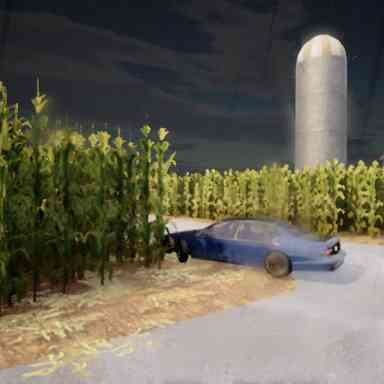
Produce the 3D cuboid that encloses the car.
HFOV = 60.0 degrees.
[{"bbox_3d":[1.521,1.446,9.741,5.357,1.411,2.033,0,0,34],"label":"car"}]
